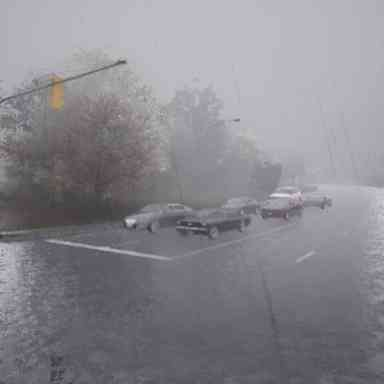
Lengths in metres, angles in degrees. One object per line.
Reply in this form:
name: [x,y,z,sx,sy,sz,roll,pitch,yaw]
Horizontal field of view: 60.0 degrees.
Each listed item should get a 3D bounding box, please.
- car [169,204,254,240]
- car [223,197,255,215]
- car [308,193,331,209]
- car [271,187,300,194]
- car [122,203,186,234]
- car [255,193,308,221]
car: [1.161,1.504,16.882,1.895,1.301,4.718,0,1,35]
car: [3.847,1.187,26.852,1.837,1.490,4.892,0,2,35]
car: [12.616,0.848,33.297,1.812,1.442,4.674,0,3,36]
car: [9.910,0.508,35.520,2.150,2.045,5.566,0,3,35]
car: [-1.764,1.373,18.804,2.128,1.511,4.902,0,1,35]
car: [6.836,1.177,25.019,1.882,1.535,5.008,0,2,35]
